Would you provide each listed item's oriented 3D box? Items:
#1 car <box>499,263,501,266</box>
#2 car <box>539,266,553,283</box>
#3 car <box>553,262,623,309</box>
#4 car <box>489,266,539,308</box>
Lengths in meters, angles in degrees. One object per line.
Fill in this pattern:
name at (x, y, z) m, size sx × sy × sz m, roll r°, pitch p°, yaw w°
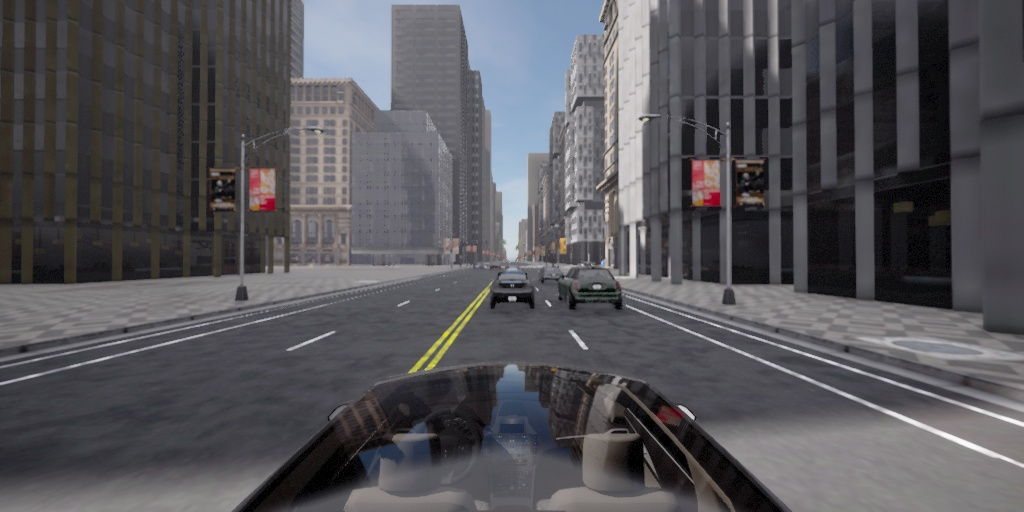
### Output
car at (0.042, 1.549, 31.188) m, size 1.812 × 1.442 × 4.674 m, roll 0°, pitch 0°, yaw 0°
car at (3.288, 1.567, 30.791) m, size 2.033 × 1.411 × 5.357 m, roll 0°, pitch 0°, yaw 0°
car at (3.269, 1.231, 15.876) m, size 2.097 × 1.767 × 4.553 m, roll 0°, pitch -1°, yaw 0°
car at (0.021, 1.391, 16.119) m, size 1.837 × 1.490 × 4.892 m, roll 0°, pitch 0°, yaw 0°
